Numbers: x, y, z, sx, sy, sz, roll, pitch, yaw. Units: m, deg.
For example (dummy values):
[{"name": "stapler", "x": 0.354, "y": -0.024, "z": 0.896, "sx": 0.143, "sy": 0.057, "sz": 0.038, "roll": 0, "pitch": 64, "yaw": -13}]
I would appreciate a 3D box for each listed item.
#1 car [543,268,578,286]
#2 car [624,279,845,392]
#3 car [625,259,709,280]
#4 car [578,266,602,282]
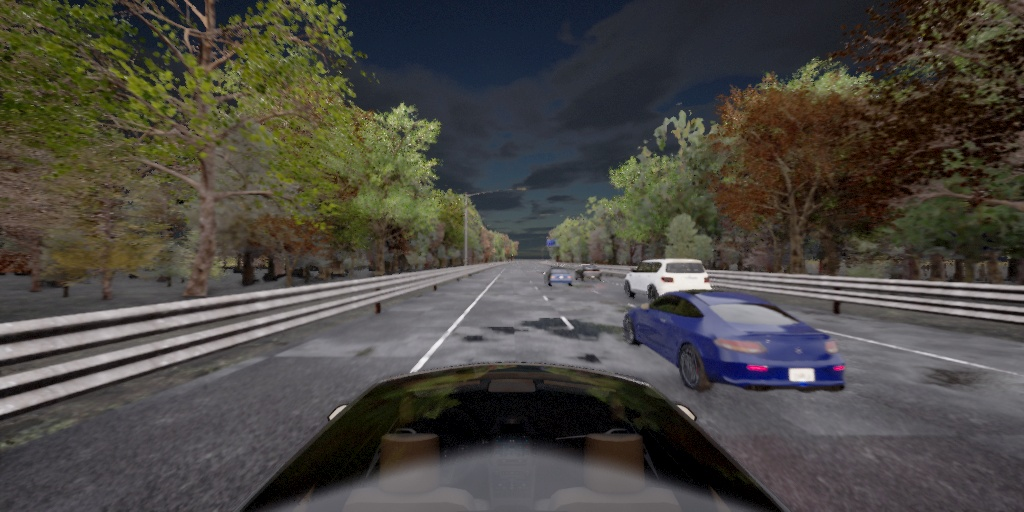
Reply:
[{"name": "car", "x": 3.599, "y": 1.631, "z": 28.614, "sx": 2.033, "sy": 1.411, "sz": 5.357, "roll": 0, "pitch": -1, "yaw": 0}, {"name": "car", "x": 3.597, "y": 1.339, "z": 6.753, "sx": 1.812, "sy": 1.442, "sz": 4.674, "roll": 0, "pitch": -1, "yaw": 0}, {"name": "car", "x": 7.100, "y": 1.162, "z": 17.009, "sx": 2.150, "sy": 2.045, "sz": 5.566, "roll": 0, "pitch": -1, "yaw": 0}, {"name": "car", "x": 7.101, "y": 1.639, "z": 33.766, "sx": 2.128, "sy": 1.511, "sz": 4.902, "roll": 0, "pitch": -1, "yaw": 0}]
